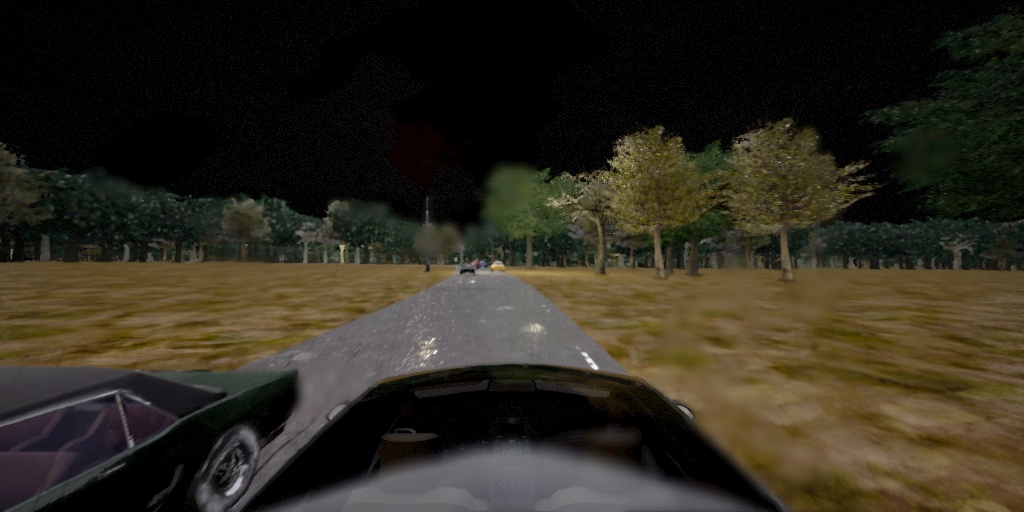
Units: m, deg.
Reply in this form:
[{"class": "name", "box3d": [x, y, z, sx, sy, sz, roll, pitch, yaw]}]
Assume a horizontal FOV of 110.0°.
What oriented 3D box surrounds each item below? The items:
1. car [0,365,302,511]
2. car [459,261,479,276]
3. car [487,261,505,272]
[{"class": "car", "box3d": [-3.116, 1.368, 1.488, 1.895, 1.301, 4.718, 0, 0, 0]}, {"class": "car", "box3d": [-5.209, 1.597, 42.482, 1.895, 1.301, 4.718, 0, 0, -6]}, {"class": "car", "box3d": [-2.052, 1.474, 51.078, 1.801, 1.575, 5.366, 0, 0, -7]}]
